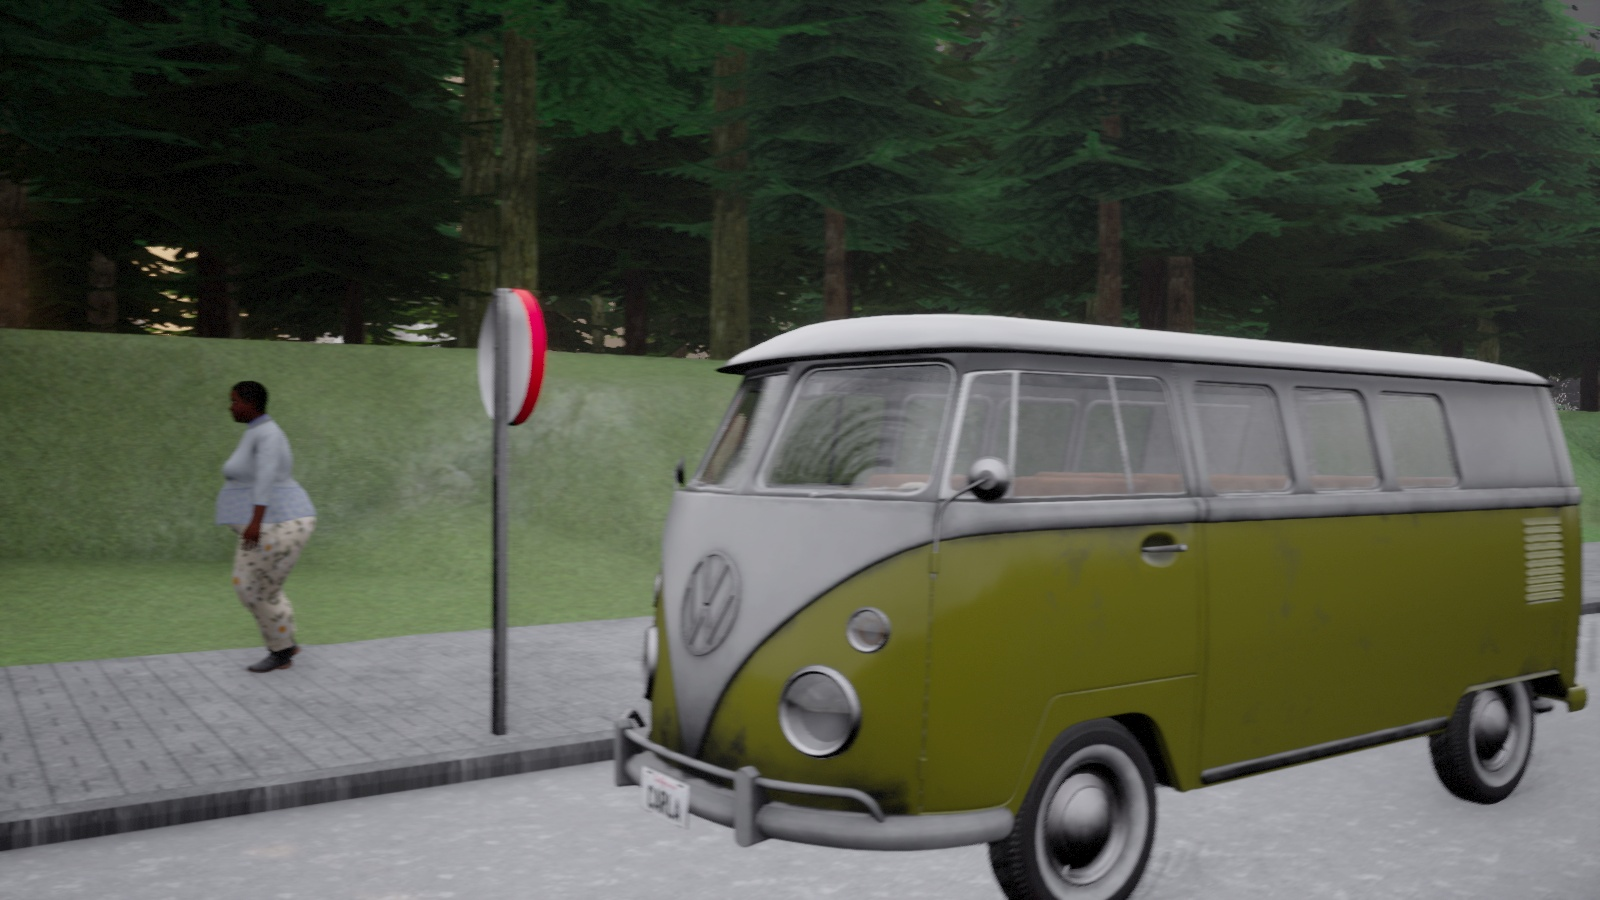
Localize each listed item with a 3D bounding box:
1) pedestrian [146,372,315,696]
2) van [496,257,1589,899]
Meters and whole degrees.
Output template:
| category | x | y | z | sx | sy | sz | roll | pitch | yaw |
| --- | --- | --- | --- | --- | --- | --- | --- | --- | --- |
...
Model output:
| category | x | y | z | sx | sy | sz | roll | pitch | yaw |
| --- | --- | --- | --- | --- | --- | --- | --- | --- | --- |
| pedestrian | -3.520 | 0.485 | 7.788 | 0.900 | 1.855 | 0.874 | 0 | 0 | -25 |
| van | 1.222 | 0.516 | 5.119 | 4.442 | 1.987 | 1.775 | 0 | 0 | -35 |
